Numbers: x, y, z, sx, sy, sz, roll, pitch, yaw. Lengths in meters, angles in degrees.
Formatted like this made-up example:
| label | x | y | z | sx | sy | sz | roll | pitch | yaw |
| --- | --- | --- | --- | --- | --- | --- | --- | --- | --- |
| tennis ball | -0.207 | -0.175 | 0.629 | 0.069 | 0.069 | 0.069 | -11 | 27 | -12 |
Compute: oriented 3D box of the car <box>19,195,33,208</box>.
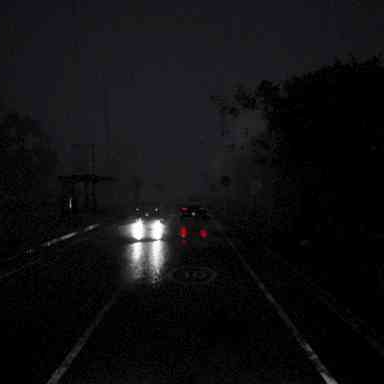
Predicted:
| label | x | y | z | sx | sy | sz | roll | pitch | yaw |
| --- | --- | --- | --- | --- | --- | --- | --- | --- | --- |
| car | -22.108 | 1.153 | 39.208 | 5.008 | 1.535 | 2.097 | 0 | 0 | 0 |

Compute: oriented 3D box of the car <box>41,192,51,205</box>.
| label | x | y | z | sx | sy | sz | roll | pitch | yaw |
| --- | --- | --- | --- | --- | --- | --- | --- | --- | --- |
| car | -22.138 | 1.136 | 44.758 | 4.792 | 1.488 | 2.163 | 0 | 0 | 0 |

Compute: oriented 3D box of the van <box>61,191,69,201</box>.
| label | x | y | z | sx | sy | sz | roll | pitch | yaw |
| --- | --- | --- | --- | --- | --- | --- | --- | --- | --- |
| van | -22.002 | 0.812 | 53.081 | 4.442 | 1.987 | 1.878 | 0 | 0 | 0 |

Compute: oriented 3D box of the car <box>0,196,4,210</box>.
| label | x | y | z | sx | sy | sz | roll | pitch | yaw |
| --- | --- | --- | --- | --- | --- | --- | --- | --- | --- |
| car | -8.957 | 1.162 | 9.562 | 5.566 | 2.045 | 2.435 | 0 | 1 | 0 |

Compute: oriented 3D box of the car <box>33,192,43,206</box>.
| label | x | y | z | sx | sy | sz | roll | pitch | yaw |
| --- | --- | --- | --- | --- | --- | --- | --- | --- | --- |
| car | -22.099 | 1.131 | 41.983 | 4.892 | 1.521 | 2.231 | 0 | 0 | 0 |

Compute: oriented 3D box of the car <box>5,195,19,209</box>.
| label | x | y | z | sx | sy | sz | roll | pitch | yaw |
| --- | --- | --- | --- | --- | --- | --- | --- | --- | --- |
| car | -22.130 | 1.051 | 36.431 | 4.553 | 1.767 | 2.185 | 0 | 0 | 0 |

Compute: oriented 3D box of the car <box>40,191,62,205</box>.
| label | x | y | z | sx | sy | sz | roll | pitch | yaw |
| --- | --- | --- | --- | --- | --- | --- | --- | --- | --- |
| car | -21.926 | 1.080 | 47.532 | 5.366 | 1.575 | 1.946 | 0 | 0 | 0 |

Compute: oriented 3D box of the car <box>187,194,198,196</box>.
| label | x | y | z | sx | sy | sz | roll | pitch | yaw |
| --- | --- | --- | --- | --- | --- | --- | --- | --- | --- |
| car | 0.104 | 1.044 | 41.646 | 2.128 | 1.511 | 4.902 | 0 | 1 | 0 |

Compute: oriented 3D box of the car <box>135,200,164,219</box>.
| label | x | y | z | sx | sy | sz | roll | pitch | yaw |
| --- | --- | --- | --- | --- | --- | --- | --- | --- | --- |
| car | -3.347 | 1.368 | 26.897 | 1.895 | 1.301 | 4.718 | 0 | 1 | 0 |

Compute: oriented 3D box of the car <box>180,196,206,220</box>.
| label | x | y | z | sx | sy | sz | roll | pitch | yaw |
| --- | --- | --- | --- | --- | --- | --- | --- | --- | --- |
| car | 0.102 | 1.309 | 25.408 | 1.812 | 1.442 | 4.674 | 0 | 1 | 0 |

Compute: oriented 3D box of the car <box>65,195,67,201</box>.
| label | x | y | z | sx | sy | sz | roll | pitch | yaw |
| --- | --- | --- | --- | --- | --- | --- | --- | --- | --- |
| car | -22.145 | 1.090 | 50.309 | 4.792 | 1.488 | 2.163 | 0 | 0 | 0 |
